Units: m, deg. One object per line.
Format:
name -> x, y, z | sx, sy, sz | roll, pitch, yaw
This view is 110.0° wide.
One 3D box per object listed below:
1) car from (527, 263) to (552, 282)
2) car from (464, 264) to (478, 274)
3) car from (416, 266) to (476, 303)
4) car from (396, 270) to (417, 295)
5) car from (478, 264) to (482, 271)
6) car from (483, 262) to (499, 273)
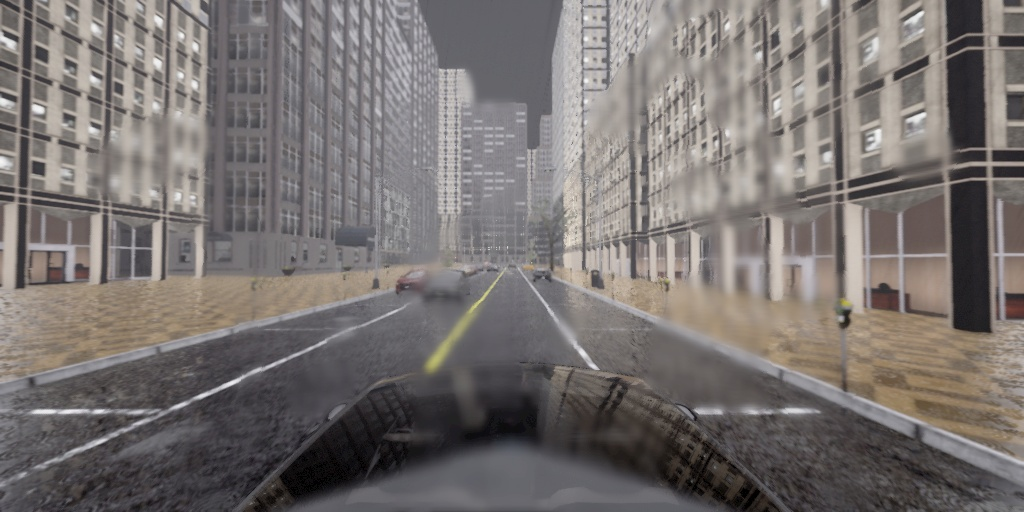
car -> 2.698, 1.648, 33.132 | 2.007, 1.370, 4.403 | 0, 0, 0
car -> -5.681, 1.746, 44.238 | 1.751, 1.417, 4.829 | 0, 0, 0
car -> -3.097, 1.435, 17.868 | 1.837, 1.490, 4.892 | 0, -1, 0
car -> -5.685, 1.519, 21.838 | 1.888, 1.381, 4.507 | 0, 0, 0
car -> -5.680, 1.828, 50.050 | 1.888, 1.381, 4.507 | 0, 0, 0
car -> -3.038, 1.914, 57.814 | 2.033, 1.411, 5.357 | 0, -1, 1
